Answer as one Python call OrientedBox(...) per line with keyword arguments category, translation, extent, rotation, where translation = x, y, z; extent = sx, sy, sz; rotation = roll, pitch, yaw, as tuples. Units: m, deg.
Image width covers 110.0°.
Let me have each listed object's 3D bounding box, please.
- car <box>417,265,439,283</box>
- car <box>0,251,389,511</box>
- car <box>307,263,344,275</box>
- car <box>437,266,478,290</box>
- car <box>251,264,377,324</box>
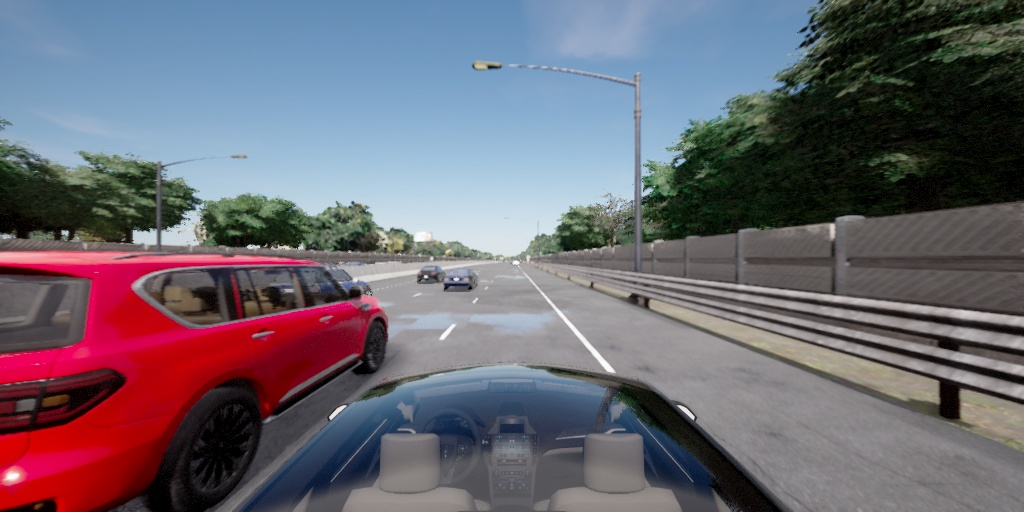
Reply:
OrientedBox(category="car", translation=(-6.897, 1.520, 31.068), extent=(1.812, 1.442, 4.674), rotation=(0, 0, 0))
OrientedBox(category="car", translation=(-3.400, 0.995, 4.465), extent=(2.150, 2.045, 5.566), rotation=(0, 0, 0))
OrientedBox(category="car", translation=(-24.559, 1.671, 47.501), extent=(2.033, 1.411, 5.357), rotation=(0, 0, 1))
OrientedBox(category="car", translation=(-3.398, 1.487, 24.369), extent=(2.033, 1.411, 5.357), rotation=(0, 0, 0))
OrientedBox(category="car", translation=(-6.898, 1.200, 13.215), extent=(2.097, 1.767, 4.553), rotation=(0, 0, 0))
